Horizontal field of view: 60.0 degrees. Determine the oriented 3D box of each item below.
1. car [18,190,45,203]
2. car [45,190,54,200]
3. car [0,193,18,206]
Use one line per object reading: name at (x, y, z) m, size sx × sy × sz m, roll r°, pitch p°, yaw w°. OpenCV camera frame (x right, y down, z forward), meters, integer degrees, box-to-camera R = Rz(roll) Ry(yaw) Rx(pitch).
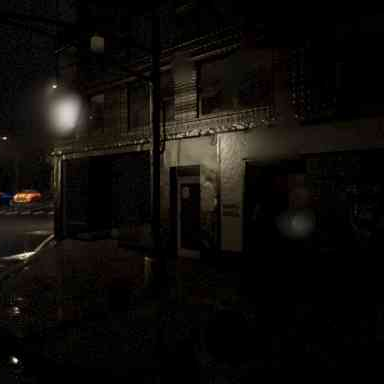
car at (-21.339, 0.506, 43.235) m, size 2.097 × 1.767 × 4.553 m, roll 0°, pitch 1°, yaw -7°
car at (-22.579, 0.473, 53.130) m, size 1.882 × 1.535 × 5.008 m, roll 0°, pitch 1°, yaw -7°
car at (-20.176, 0.795, 34.093) m, size 1.882 × 1.535 × 5.008 m, roll 0°, pitch 1°, yaw -7°
